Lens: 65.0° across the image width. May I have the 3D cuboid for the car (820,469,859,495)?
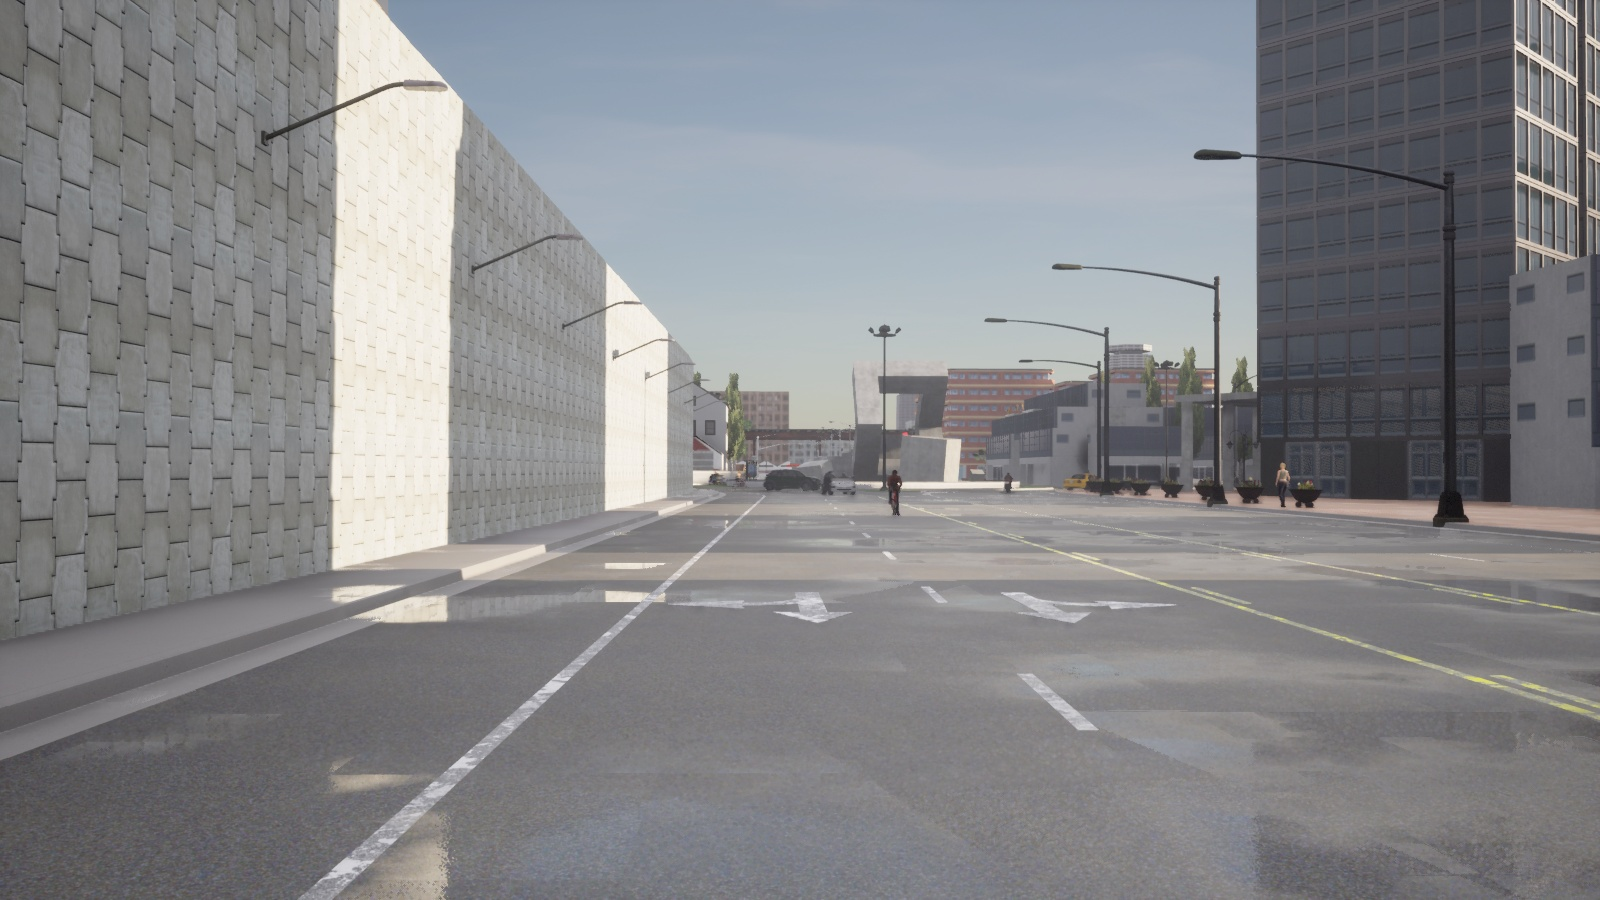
[{"bbox_3d":[2.591,2.088,82.737,1.851,1.617,3.988,0,-1,-9],"label":"car"}]

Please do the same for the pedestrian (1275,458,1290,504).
[{"bbox_3d":[19.567,1.244,50.904,0.345,1.836,0.594,0,-1,-4],"label":"pedestrian"}]

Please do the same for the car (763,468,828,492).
[{"bbox_3d":[-0.329,2.291,96.490,4.553,1.767,2.097,-1,-1,21],"label":"car"}]
